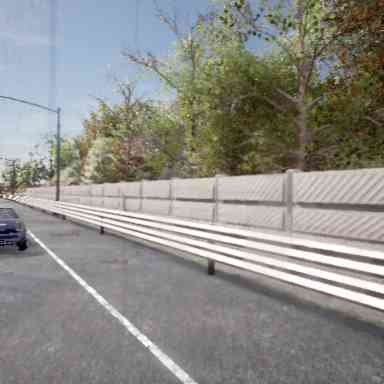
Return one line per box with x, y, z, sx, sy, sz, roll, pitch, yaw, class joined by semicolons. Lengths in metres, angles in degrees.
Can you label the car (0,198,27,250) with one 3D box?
-8.128;1.304;13.653;2.097;1.767;4.553;1;0;-32;car
